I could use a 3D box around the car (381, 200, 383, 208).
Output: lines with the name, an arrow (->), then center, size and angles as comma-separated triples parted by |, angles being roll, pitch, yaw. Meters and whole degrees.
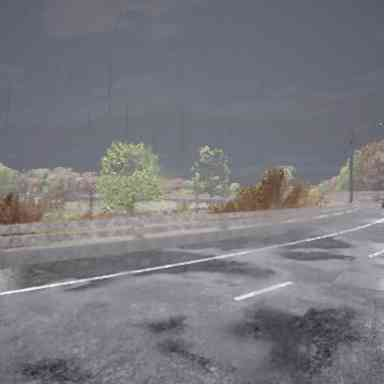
car -> 30.965, 1.822, 52.144 | 1.882, 1.535, 5.008 | 0, 0, 21
